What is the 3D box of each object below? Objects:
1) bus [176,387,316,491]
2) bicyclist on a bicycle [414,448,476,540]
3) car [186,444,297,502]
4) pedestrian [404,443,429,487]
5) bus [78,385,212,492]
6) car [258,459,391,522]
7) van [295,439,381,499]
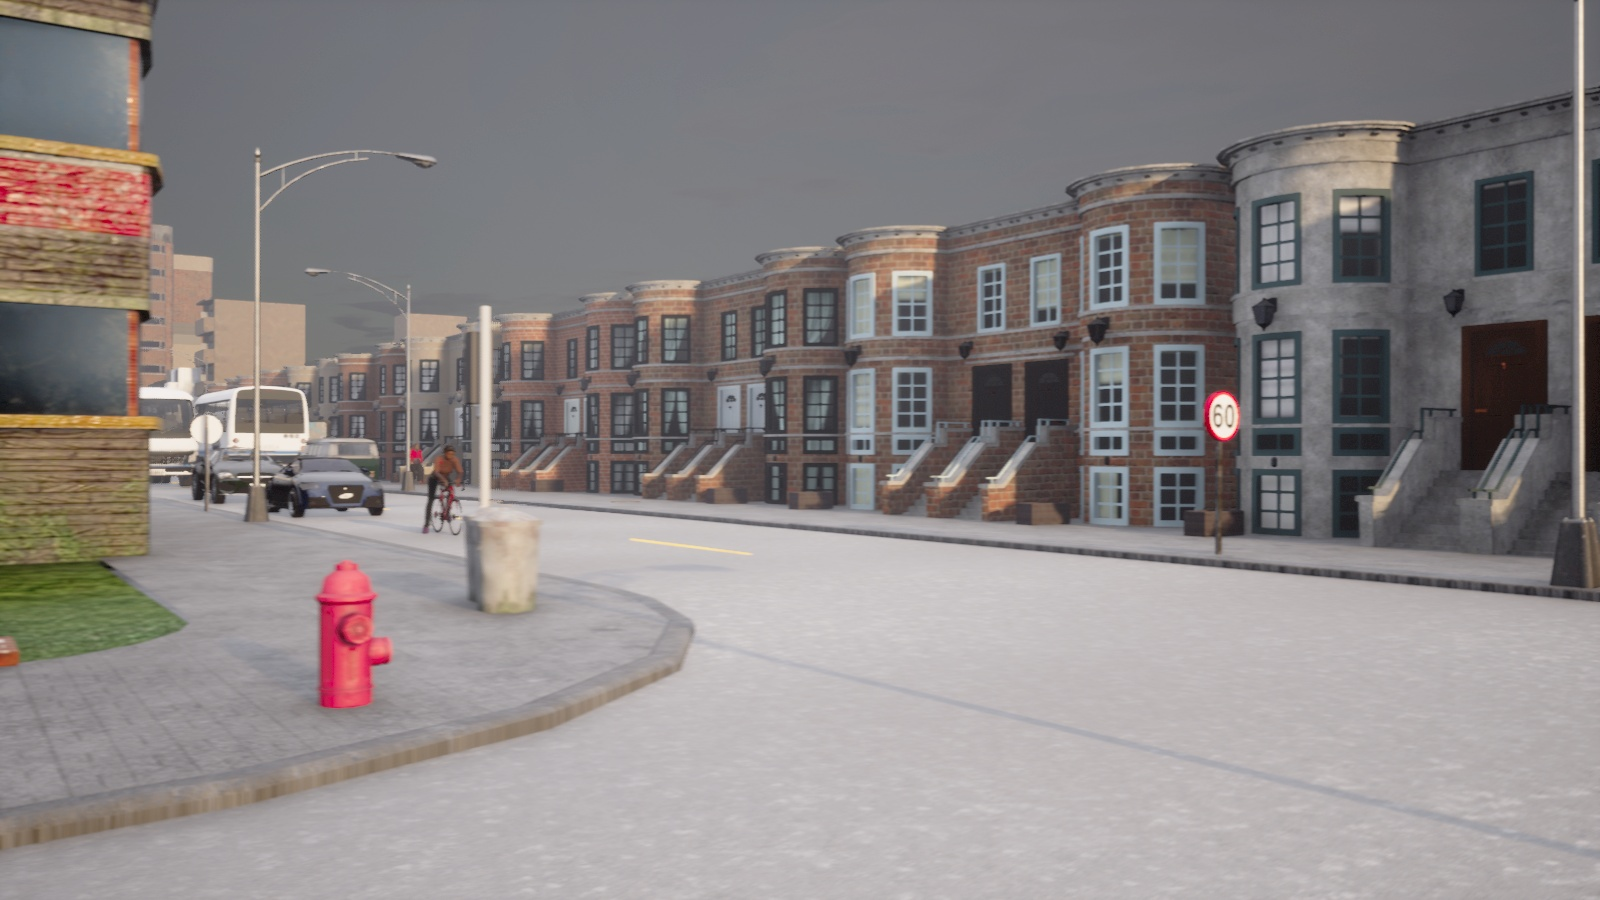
[{"bbox_3d":[-25.287,-0.438,56.918,3.944,4.253,10.273,0,0,-35],"label":"bus"},{"bbox_3d":[-6.477,0.767,22.860,0.582,1.620,1.656,0,0,-35],"label":"bicyclist on a bicycle"},{"bbox_3d":[-16.921,0.652,37.877,2.152,1.651,5.027,0,0,-35],"label":"car"},{"bbox_3d":[-16.037,0.617,52.471,0.899,1.844,0.634,0,0,44],"label":"pedestrian"},{"bbox_3d":[-28.919,-0.435,55.133,3.944,4.253,10.273,0,0,-35],"label":"bus"},{"bbox_3d":[-11.390,0.906,29.920,1.994,1.385,4.181,0,0,-35],"label":"car"},{"bbox_3d":[-16.154,0.639,43.780,1.775,1.987,4.442,0,0,-35],"label":"van"}]
